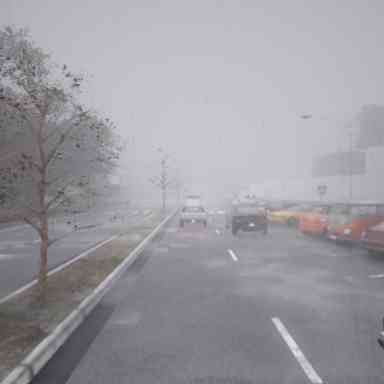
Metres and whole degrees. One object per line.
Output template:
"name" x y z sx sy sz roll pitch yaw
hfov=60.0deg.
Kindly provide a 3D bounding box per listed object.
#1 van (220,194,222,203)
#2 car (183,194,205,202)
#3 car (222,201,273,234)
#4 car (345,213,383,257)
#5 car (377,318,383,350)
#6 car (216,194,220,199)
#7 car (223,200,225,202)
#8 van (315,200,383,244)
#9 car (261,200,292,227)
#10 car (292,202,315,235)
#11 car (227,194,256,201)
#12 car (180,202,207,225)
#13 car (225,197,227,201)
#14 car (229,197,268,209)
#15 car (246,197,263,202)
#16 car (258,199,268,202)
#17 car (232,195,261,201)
"van" 7.945 1.378 59.329 4.442 1.987 1.878 1 0 -20
"car" 0.087 1.269 41.079 2.150 2.045 5.566 0 0 0
"car" 3.094 1.548 19.631 1.882 1.535 5.008 0 0 0
"car" 8.061 1.597 11.647 4.674 1.452 2.002 1 0 -20
"car" 3.099 1.616 1.758 1.895 1.301 4.718 0 0 0
"car" 7.878 1.614 62.286 5.366 1.575 1.946 1 0 -20
"car" 8.227 1.578 53.471 5.366 1.575 1.946 1 -1 -20
"van" 7.960 1.338 14.580 4.442 1.987 1.878 1 0 -20
"car" 7.889 1.551 23.517 5.366 1.575 1.946 1 0 -20
"car" 8.037 1.439 17.607 4.553 1.767 2.185 1 0 -20
"car" 8.085 1.297 44.474 5.566 2.045 2.435 1 0 -20
"car" 0.093 1.663 24.506 1.895 1.301 4.718 0 0 0
"car" 8.047 1.568 50.424 4.892 1.521 2.231 1 0 -20
"car" 8.061 1.556 47.438 5.008 1.535 2.097 1 0 -20
"car" 7.888 1.537 29.483 5.366 1.575 1.946 1 0 -20
"car" 8.088 1.579 26.579 4.792 1.488 2.163 1 0 -20
"car" 8.067 1.544 41.472 4.892 1.521 2.231 1 0 -20
